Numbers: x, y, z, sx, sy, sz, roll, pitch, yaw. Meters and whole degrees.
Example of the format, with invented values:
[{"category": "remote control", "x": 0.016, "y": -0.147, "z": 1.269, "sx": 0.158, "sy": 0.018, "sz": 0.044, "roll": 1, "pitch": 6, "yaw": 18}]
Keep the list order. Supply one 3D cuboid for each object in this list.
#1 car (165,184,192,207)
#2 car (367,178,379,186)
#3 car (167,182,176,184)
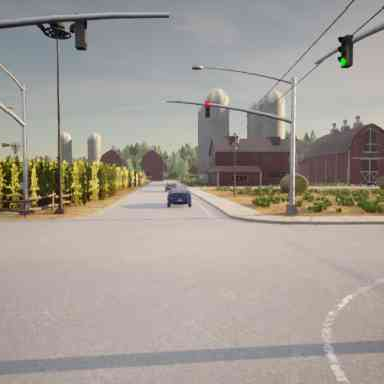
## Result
[{"category": "car", "x": -1.104, "y": 0.354, "z": 27.571, "sx": 1.882, "sy": 1.535, "sz": 5.008, "roll": 0, "pitch": 3, "yaw": -4}, {"category": "car", "x": 42.392, "y": -2.310, "z": 77.481, "sx": 1.905, "sy": 1.878, "sz": 3.866, "roll": 10, "pitch": 10, "yaw": 41}, {"category": "car", "x": -3.326, "y": -0.797, "z": 52.803, "sx": 2.128, "sy": 1.511, "sz": 4.902, "roll": 0, "pitch": 3, "yaw": -5}]
